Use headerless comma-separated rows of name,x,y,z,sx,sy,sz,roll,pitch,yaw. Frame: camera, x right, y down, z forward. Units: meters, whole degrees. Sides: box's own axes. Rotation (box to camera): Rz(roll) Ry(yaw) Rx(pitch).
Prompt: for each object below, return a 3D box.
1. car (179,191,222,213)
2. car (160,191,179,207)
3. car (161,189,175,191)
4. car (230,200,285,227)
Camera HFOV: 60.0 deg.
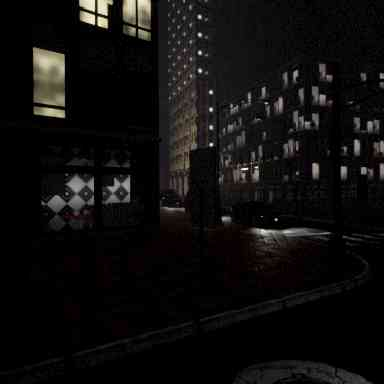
car,0.886,0.894,30.947,2.150,2.045,5.566,-1,1,-19
car,-2.416,1.036,40.672,1.837,1.490,4.892,-1,1,-18
car,-4.068,0.536,54.633,2.150,2.045,5.566,-1,1,-18
car,4.094,1.315,21.545,1.837,1.490,4.892,-1,1,-19
